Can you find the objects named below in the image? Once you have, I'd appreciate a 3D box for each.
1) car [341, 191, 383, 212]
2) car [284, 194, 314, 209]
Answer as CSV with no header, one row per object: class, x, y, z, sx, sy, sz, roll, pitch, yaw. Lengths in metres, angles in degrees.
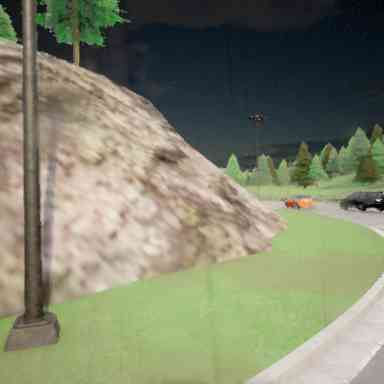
car,17.564,0.955,34.212,2.150,2.045,5.566,-1,0,-3
car,13.257,1.181,41.456,2.097,1.767,4.553,-1,0,-8
